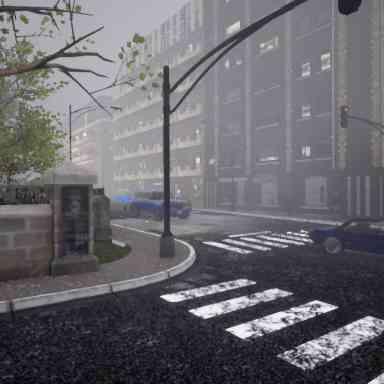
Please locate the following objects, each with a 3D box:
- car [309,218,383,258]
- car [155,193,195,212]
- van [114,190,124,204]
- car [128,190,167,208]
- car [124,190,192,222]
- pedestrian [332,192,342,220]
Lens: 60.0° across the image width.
[{"bbox_3d":[6.528,1.599,11.282,1.895,1.301,4.718,0,0,-36],"label":"car"},{"bbox_3d":[-1.757,0.950,32.413,1.967,1.590,4.097,1,1,-36],"label":"car"},{"bbox_3d":[-8.280,0.655,41.324,1.690,1.788,3.998,1,1,-36],"label":"van"},{"bbox_3d":[-5.018,0.727,36.867,2.192,1.841,5.009,1,1,-36],"label":"car"},{"bbox_3d":[-2.395,0.886,23.456,2.150,2.045,5.566,0,1,-36],"label":"car"},{"bbox_3d":[9.513,0.902,21.976,0.375,1.860,0.375,1,-1,-36],"label":"pedestrian"}]
